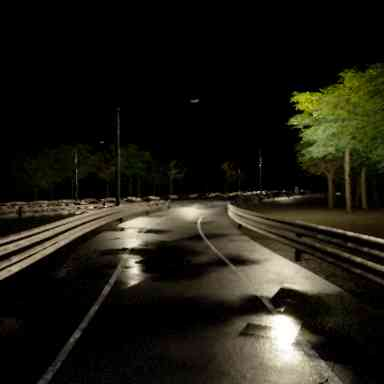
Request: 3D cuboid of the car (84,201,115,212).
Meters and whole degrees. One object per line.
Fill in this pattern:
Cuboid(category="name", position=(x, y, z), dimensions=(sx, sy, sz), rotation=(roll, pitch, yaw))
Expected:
Cuboid(category="car", position=(-12.989, 1.994, 46.789), dimensions=(1.812, 1.442, 4.674), rotation=(0, 1, 36))

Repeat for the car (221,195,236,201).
Cuboid(category="car", position=(8.395, 1.282, 75.885), dimensions=(1.994, 1.385, 4.181), rotation=(0, 1, 36))
